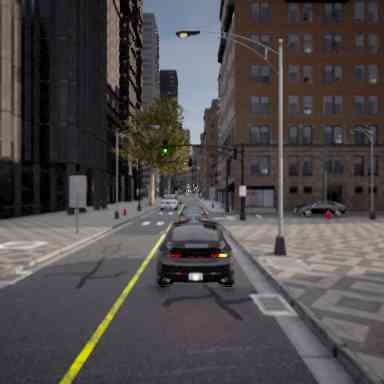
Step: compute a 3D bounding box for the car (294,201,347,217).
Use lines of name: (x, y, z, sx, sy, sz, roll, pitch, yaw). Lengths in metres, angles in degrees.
car: (12.609, 1.603, 32.706, 4.902, 1.511, 2.128, 0, 0, 0)

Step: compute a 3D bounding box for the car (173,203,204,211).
car: (0.075, 1.633, 21.294, 2.033, 1.411, 5.357, 0, 0, 0)

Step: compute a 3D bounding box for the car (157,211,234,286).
car: (0.086, 1.545, 9.527, 1.837, 1.490, 4.892, 0, 0, 0)

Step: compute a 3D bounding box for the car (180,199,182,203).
car: (-3.100, 1.825, 55.374, 1.895, 1.301, 4.718, 0, 0, 0)

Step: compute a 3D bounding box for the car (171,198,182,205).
car: (-3.033, 1.830, 65.451, 1.994, 1.385, 4.181, 0, 0, 1)

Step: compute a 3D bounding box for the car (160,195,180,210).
car: (-3.092, 1.406, 45.502, 2.150, 2.045, 5.566, 0, 0, 0)
